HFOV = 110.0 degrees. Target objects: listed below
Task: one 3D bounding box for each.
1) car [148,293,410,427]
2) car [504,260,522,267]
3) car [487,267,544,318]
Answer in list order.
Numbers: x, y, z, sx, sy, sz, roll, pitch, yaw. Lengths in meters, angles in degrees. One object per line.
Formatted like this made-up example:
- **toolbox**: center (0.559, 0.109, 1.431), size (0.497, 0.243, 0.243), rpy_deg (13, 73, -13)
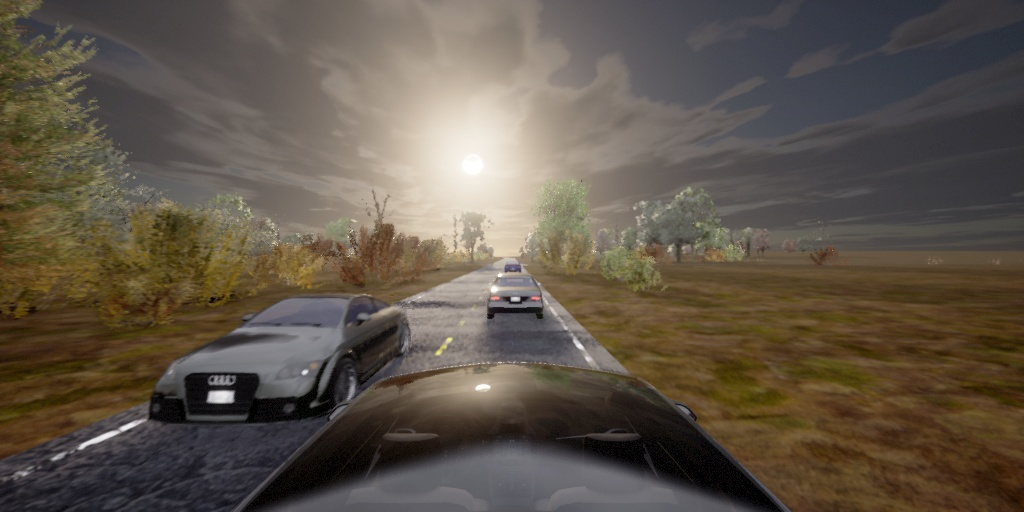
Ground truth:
- **car**: center (-3.099, 1.317, 5.811), size (1.994, 1.385, 4.181), rpy_deg (0, 0, 0)
- **car**: center (0.102, 1.243, 41.249), size (1.882, 1.535, 5.008), rpy_deg (0, 0, 0)
- **car**: center (0.100, 1.306, 12.981), size (2.033, 1.411, 5.357), rpy_deg (0, 0, 0)
